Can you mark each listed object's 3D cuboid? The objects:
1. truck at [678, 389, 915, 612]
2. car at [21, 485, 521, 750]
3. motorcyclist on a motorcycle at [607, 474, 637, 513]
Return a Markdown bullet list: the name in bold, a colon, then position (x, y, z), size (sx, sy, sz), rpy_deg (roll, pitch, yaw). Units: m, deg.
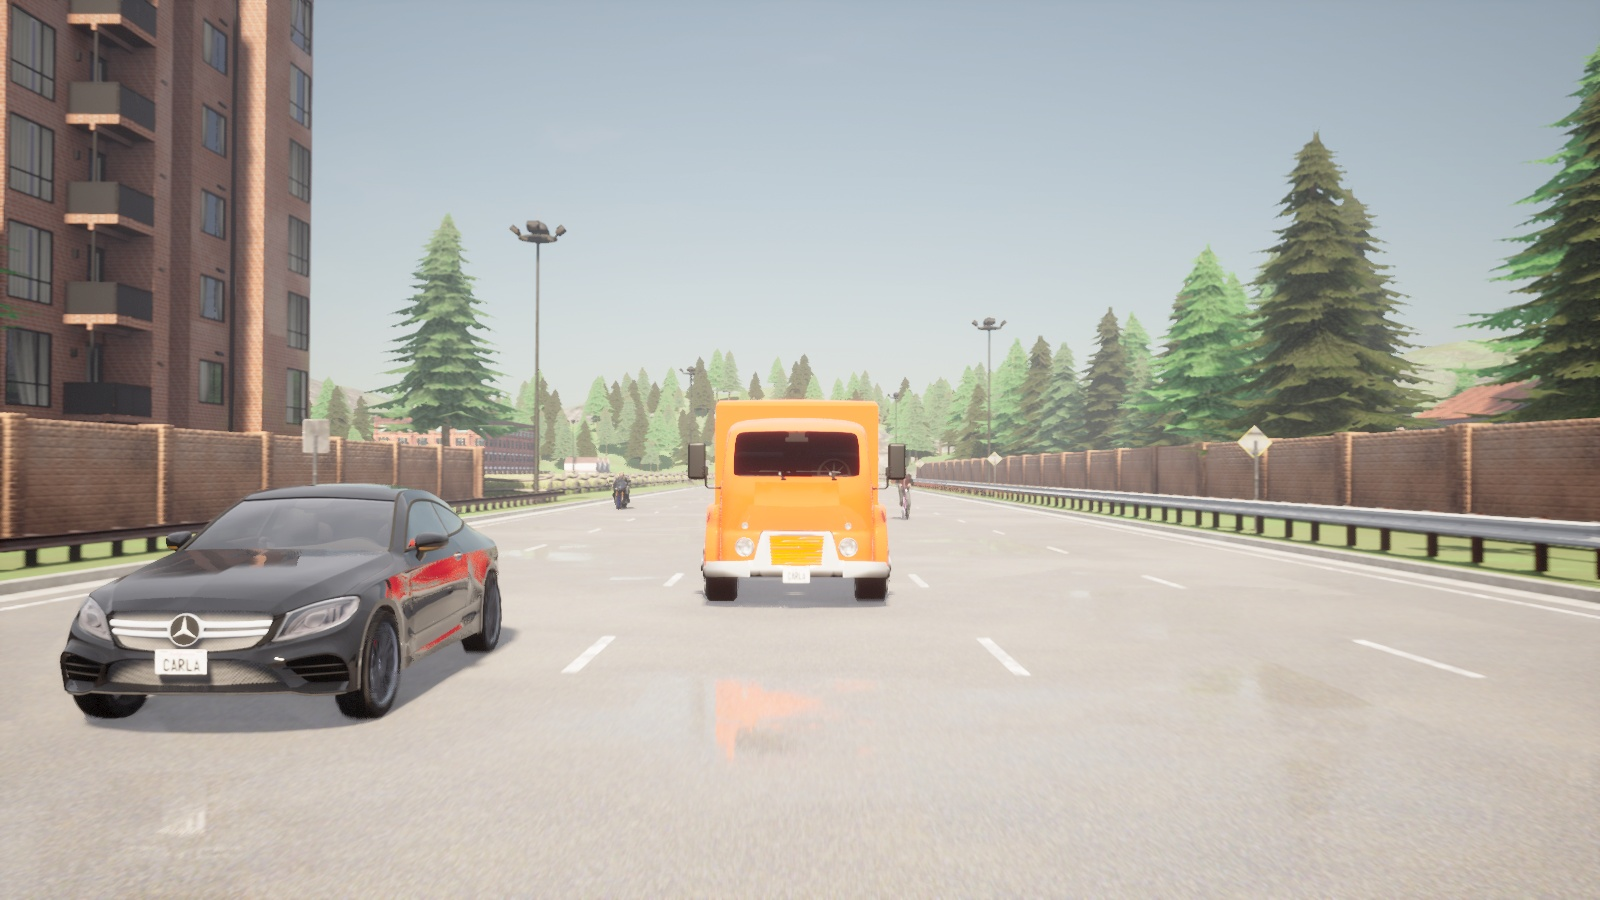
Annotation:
- **truck**: position (-0.042, 0.607, 16.569), size (2.627, 2.467, 5.204), rpy_deg (0, -1, 0)
- **car**: position (-3.517, 1.014, 9.460), size (1.812, 1.442, 4.674), rpy_deg (0, -1, 0)
- **motorcyclist on a motorcycle**: position (-7.122, 1.724, 50.293), size (0.866, 1.530, 2.191), rpy_deg (0, -1, 0)
